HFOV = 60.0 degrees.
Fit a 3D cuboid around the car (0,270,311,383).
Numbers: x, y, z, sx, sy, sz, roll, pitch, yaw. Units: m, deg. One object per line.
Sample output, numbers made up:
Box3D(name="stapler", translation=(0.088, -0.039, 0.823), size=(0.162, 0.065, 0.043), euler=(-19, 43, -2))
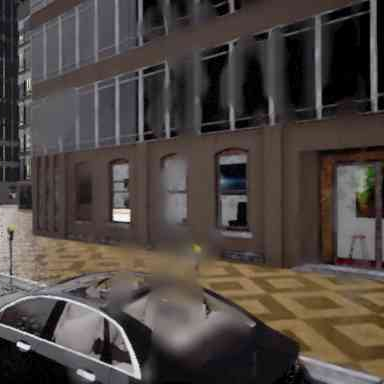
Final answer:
Box3D(name="car", translation=(-1.034, 1.567, 3.613), size=(4.403, 1.369, 2.008), euler=(0, 0, 36))
